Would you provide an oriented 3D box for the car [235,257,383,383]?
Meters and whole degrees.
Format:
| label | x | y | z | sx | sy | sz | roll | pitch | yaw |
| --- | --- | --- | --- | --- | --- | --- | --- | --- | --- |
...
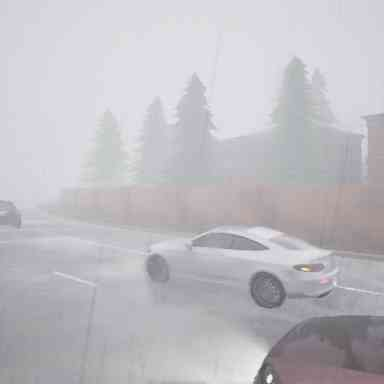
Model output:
| label | x | y | z | sx | sy | sz | roll | pitch | yaw |
| --- | --- | --- | --- | --- | --- | --- | --- | --- | --- |
| car | 2.504 | 1.569 | 2.236 | 4.181 | 1.385 | 1.994 | 0 | 0 | 36 |

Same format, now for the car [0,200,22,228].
| label | x | y | z | sx | sy | sz | roll | pitch | yaw |
| --- | --- | --- | --- | --- | --- | --- | --- | --- | --- |
| car | -12.043 | 1.256 | 20.259 | 2.097 | 1.767 | 4.553 | 0 | 0 | -41 |

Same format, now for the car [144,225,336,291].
| label | x | y | z | sx | sy | sz | roll | pitch | yaw |
| --- | --- | --- | --- | --- | --- | --- | --- | --- | --- |
| car | 0.938 | 1.512 | 7.815 | 4.674 | 1.442 | 1.812 | 0 | 0 | 38 |
